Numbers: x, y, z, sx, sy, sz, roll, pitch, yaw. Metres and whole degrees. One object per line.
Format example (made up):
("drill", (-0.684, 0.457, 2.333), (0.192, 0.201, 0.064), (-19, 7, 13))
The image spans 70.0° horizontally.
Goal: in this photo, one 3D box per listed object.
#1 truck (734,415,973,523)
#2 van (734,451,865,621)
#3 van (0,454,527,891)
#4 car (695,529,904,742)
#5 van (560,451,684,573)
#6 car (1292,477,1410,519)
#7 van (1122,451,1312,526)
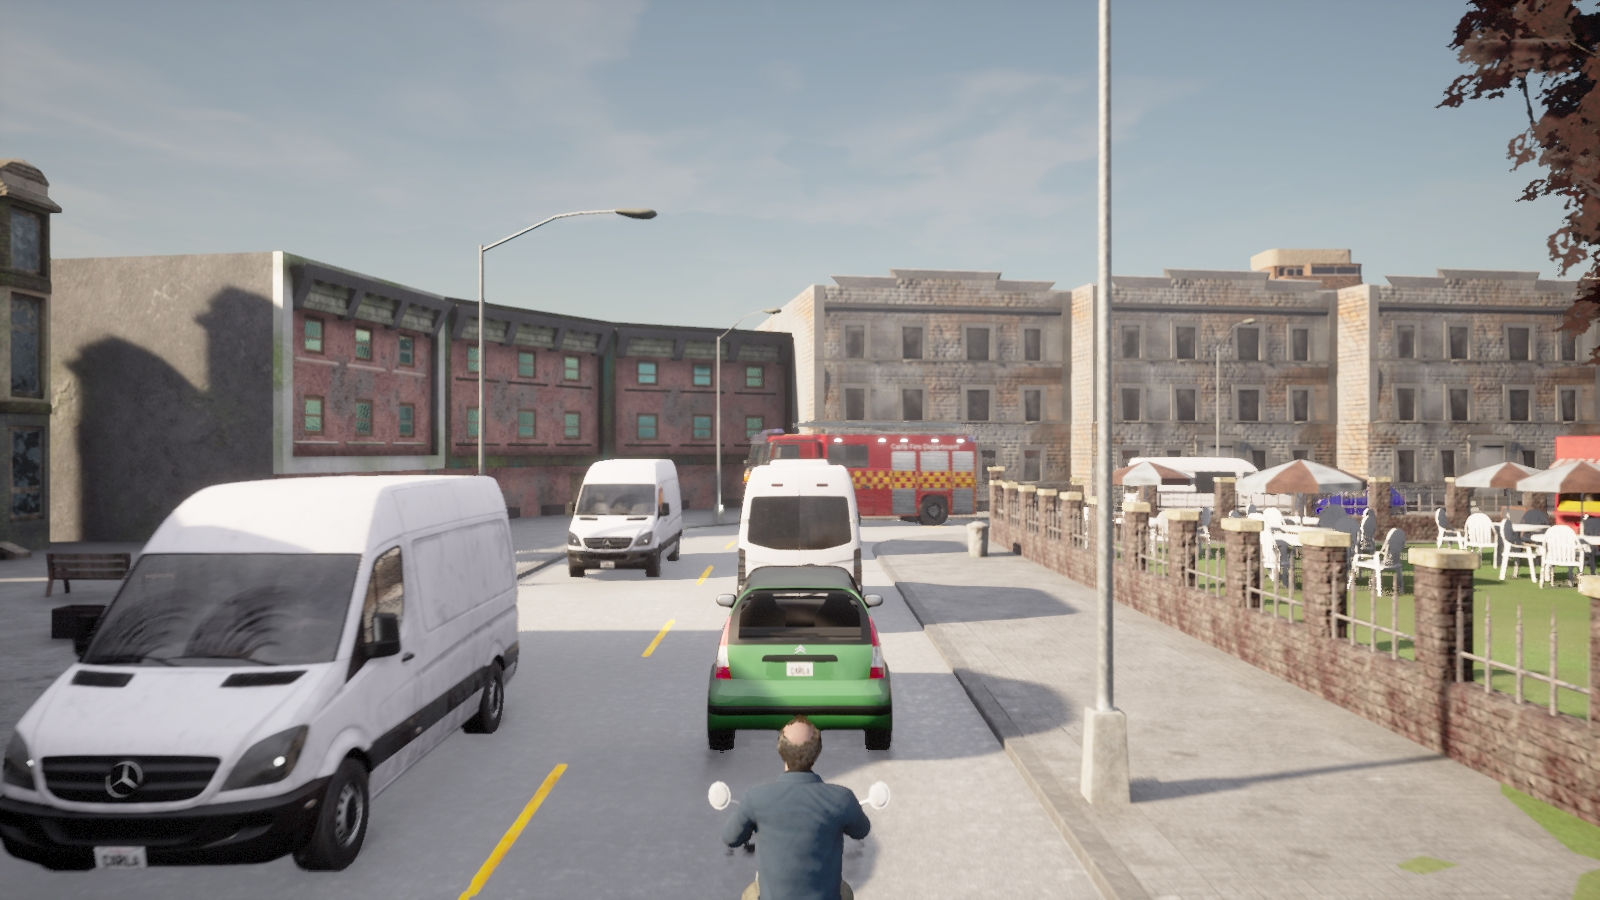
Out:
("truck", (1.994, 0.674, 42.836), (8.468, 3.827, 2.891), (0, 0, -16))
("van", (-0.010, 1.316, 20.306), (1.988, 2.561, 5.915), (0, 0, 0))
("van", (-4.012, 1.316, 9.662), (1.988, 2.561, 5.915), (0, 0, 0))
("car", (-0.006, 1.780, 12.115), (1.851, 1.617, 3.988), (0, 0, 0))
("van", (-4.064, 1.314, 27.123), (1.988, 2.561, 5.915), (0, 0, 0))
("car", (21.093, 1.820, 43.809), (3.633, 1.501, 1.845), (0, 0, 0))
("van", (14.495, 1.316, 39.963), (5.915, 2.561, 1.988), (0, 0, 0))
